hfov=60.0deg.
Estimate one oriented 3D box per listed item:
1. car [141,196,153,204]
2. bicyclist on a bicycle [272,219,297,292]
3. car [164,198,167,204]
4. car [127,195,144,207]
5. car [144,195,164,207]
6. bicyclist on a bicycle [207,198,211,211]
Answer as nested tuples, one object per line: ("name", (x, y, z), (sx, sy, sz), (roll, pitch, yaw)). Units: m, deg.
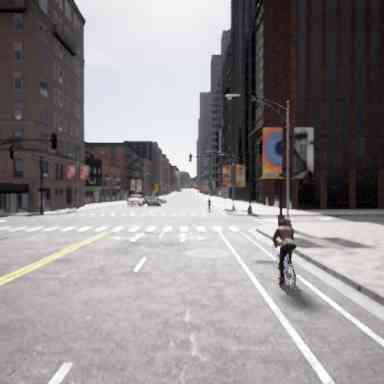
("car", (-9.847, 1.697, 73.535), (2.097, 1.767, 4.553), (0, 0, 0))
("bicyclist on a bicycle", (2.259, 1.486, 8.122), (0.582, 1.620, 1.656), (0, -1, 0))
("car", (-6.597, 1.936, 73.666), (1.895, 1.301, 4.718), (0, 0, 0))
("car", (-9.872, 1.495, 58.163), (2.150, 2.045, 5.566), (0, 0, 1))
("car", (-6.629, 1.628, 58.175), (2.097, 1.767, 4.553), (0, 0, 0))
("bicyclist on a bicycle", (2.213, 1.648, 42.173), (0.582, 1.620, 1.656), (0, -1, 0))
